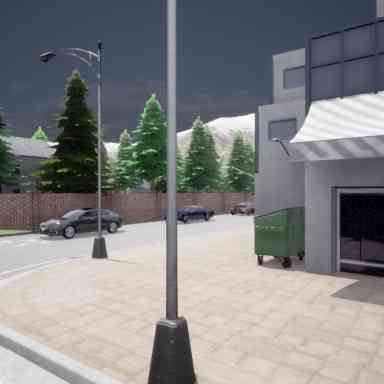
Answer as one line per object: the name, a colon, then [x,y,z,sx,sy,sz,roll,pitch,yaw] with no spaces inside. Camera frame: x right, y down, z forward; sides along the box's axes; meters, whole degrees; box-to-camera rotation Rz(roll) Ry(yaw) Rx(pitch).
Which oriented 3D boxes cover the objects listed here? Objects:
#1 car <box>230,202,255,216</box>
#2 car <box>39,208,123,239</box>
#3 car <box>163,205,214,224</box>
car: [5.729,1.740,34.957,1.994,1.385,4.181,0,0,36]
car: [-6.158,1.681,18.908,1.837,1.490,4.892,0,0,36]
car: [-0.191,1.777,26.964,1.895,1.301,4.718,0,0,37]
